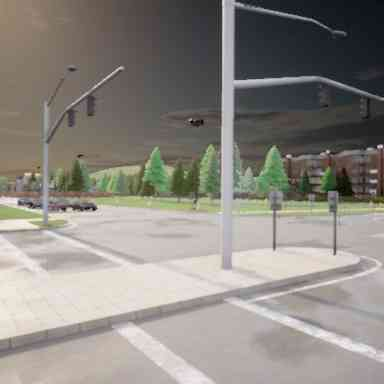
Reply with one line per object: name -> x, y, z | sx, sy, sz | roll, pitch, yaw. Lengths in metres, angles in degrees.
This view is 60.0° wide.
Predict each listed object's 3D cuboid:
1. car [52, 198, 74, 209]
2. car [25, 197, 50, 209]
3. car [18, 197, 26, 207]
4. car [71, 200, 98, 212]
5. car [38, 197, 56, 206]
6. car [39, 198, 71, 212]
car -> -19.441, 1.649, 49.888 | 1.837, 1.490, 4.892 | 1, 0, -36
car -> -21.836, 1.609, 47.226 | 1.837, 1.490, 4.892 | 1, 0, -36
car -> -27.685, 1.608, 55.302 | 1.837, 1.490, 4.892 | 1, 0, -36
car -> -13.633, 1.694, 41.904 | 2.033, 1.411, 5.357 | 1, 0, -36
car -> -25.551, 1.620, 58.344 | 1.882, 1.535, 5.008 | 1, 0, -36
car -> -16.416, 1.707, 39.790 | 1.895, 1.301, 4.718 | 1, 0, -36
